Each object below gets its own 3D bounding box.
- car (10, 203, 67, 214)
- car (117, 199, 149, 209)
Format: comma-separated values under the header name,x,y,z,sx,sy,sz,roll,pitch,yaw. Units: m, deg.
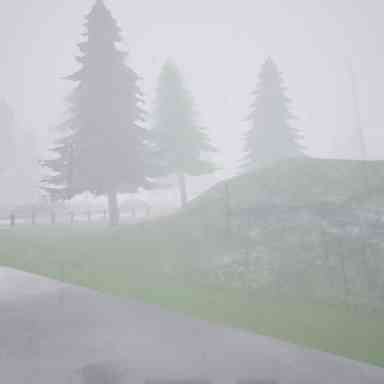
name,x,y,z,sx,sy,sz,roll,pitch,yaw
car,-14.214,1.386,31.038,2.128,1.511,4.902,0,0,44
car,-6.948,1.467,37.928,4.181,1.385,1.994,0,0,-39
